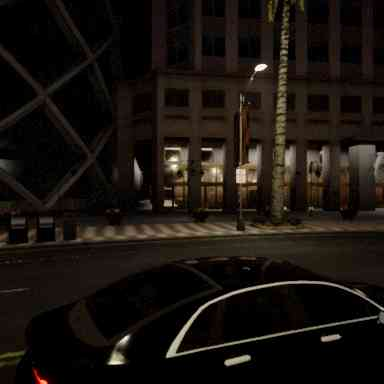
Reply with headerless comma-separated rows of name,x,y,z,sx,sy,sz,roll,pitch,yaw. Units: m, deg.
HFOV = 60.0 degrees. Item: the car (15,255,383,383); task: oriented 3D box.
car,0.804,1.504,3.700,4.892,1.490,1.837,0,0,-26
